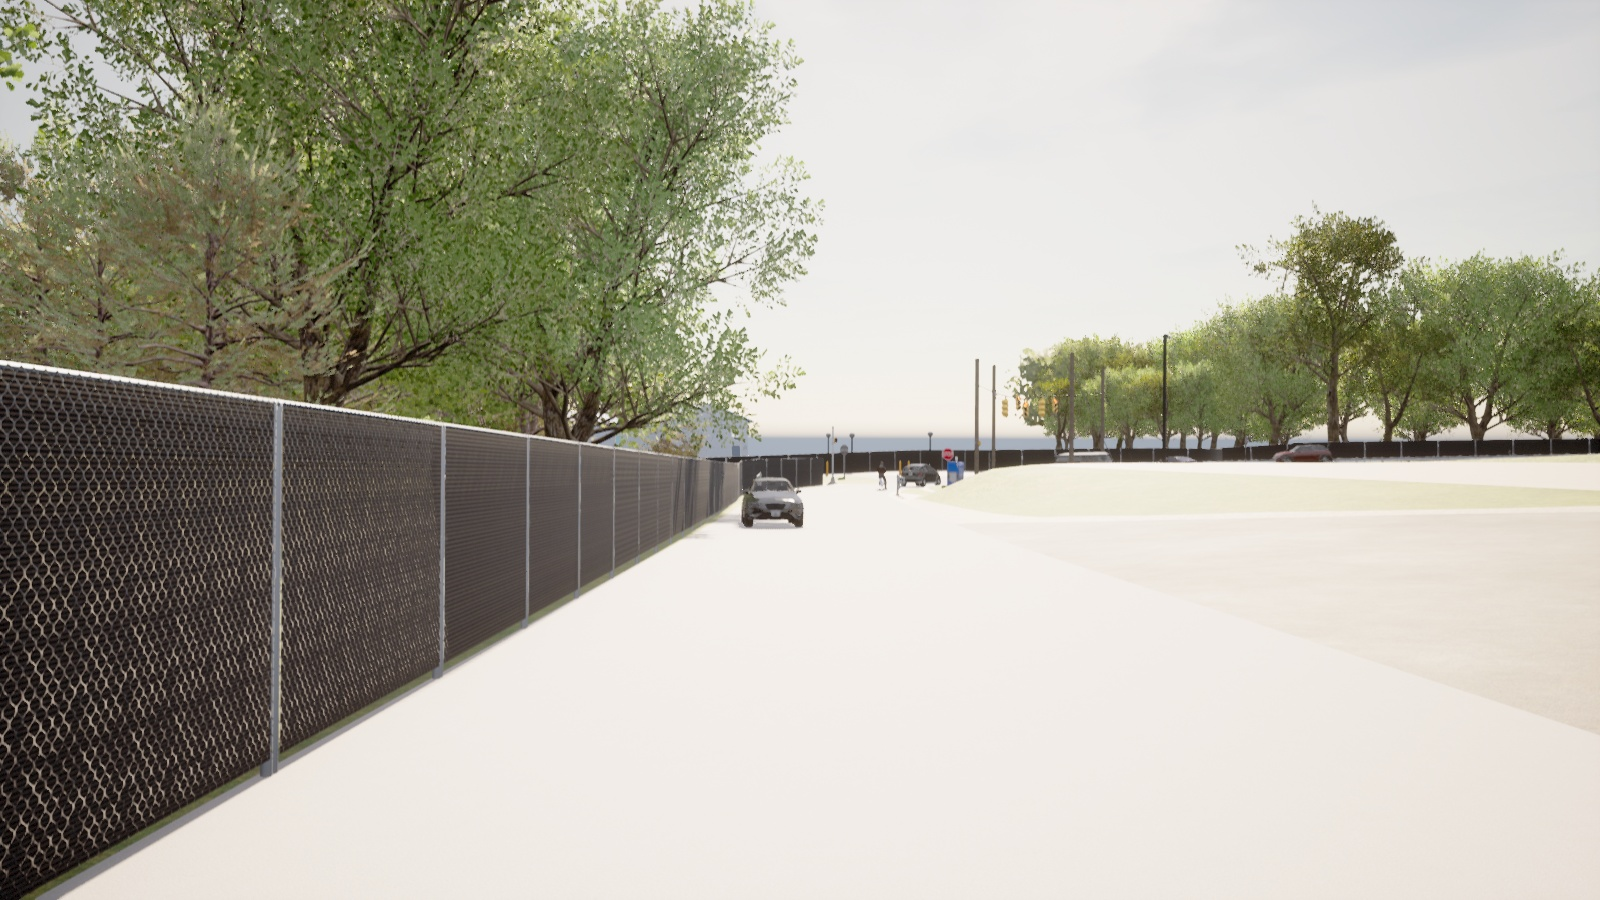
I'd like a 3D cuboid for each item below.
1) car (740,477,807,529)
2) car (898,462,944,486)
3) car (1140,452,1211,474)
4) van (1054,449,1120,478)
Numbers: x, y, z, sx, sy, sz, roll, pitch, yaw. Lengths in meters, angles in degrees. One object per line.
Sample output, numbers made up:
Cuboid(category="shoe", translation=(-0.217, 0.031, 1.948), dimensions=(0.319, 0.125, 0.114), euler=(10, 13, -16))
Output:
Cuboid(category="car", translation=(-0.866, 1.592, 38.623), dimensions=(1.816, 1.474, 4.193), euler=(0, -1, -5))
Cuboid(category="car", translation=(8.245, 1.642, 85.535), dimensions=(1.789, 1.549, 3.705), euler=(0, 0, 29))
Cuboid(category="car", translation=(27.337, 0.943, 91.718), dimensions=(2.033, 1.411, 5.357), euler=(-1, -2, -22))
Cuboid(category="van", translation=(20.874, 0.976, 91.427), dimensions=(1.775, 1.987, 4.442), euler=(-5, 2, -40))
